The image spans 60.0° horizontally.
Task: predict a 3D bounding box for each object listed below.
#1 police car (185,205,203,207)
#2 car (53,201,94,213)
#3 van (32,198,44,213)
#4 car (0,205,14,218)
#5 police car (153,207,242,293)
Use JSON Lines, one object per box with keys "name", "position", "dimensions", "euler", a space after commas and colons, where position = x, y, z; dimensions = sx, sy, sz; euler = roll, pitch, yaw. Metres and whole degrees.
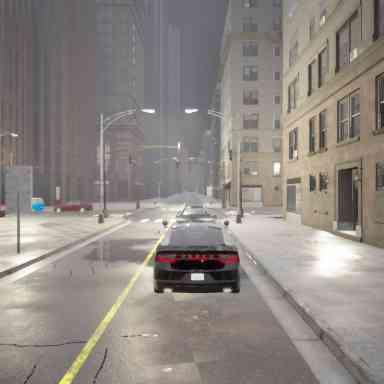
{"name": "police car", "position": [0.128, 1.510, 18.581], "dimensions": [2.038, 1.542, 4.974], "euler": [0, 0, 0]}
{"name": "car", "position": [-13.941, 1.727, 39.160], "dimensions": [4.507, 1.381, 1.887], "euler": [-1, 0, 0]}
{"name": "van", "position": [-19.568, 1.591, 39.185], "dimensions": [3.998, 1.788, 1.690], "euler": [-1, 0, 0]}
{"name": "car", "position": [-19.599, 1.524, 30.659], "dimensions": [5.009, 1.841, 2.192], "euler": [-1, 0, 0]}
{"name": "police car", "position": [0.111, 1.427, 8.977], "dimensions": [1.930, 1.638, 5.238], "euler": [0, 0, 0]}
